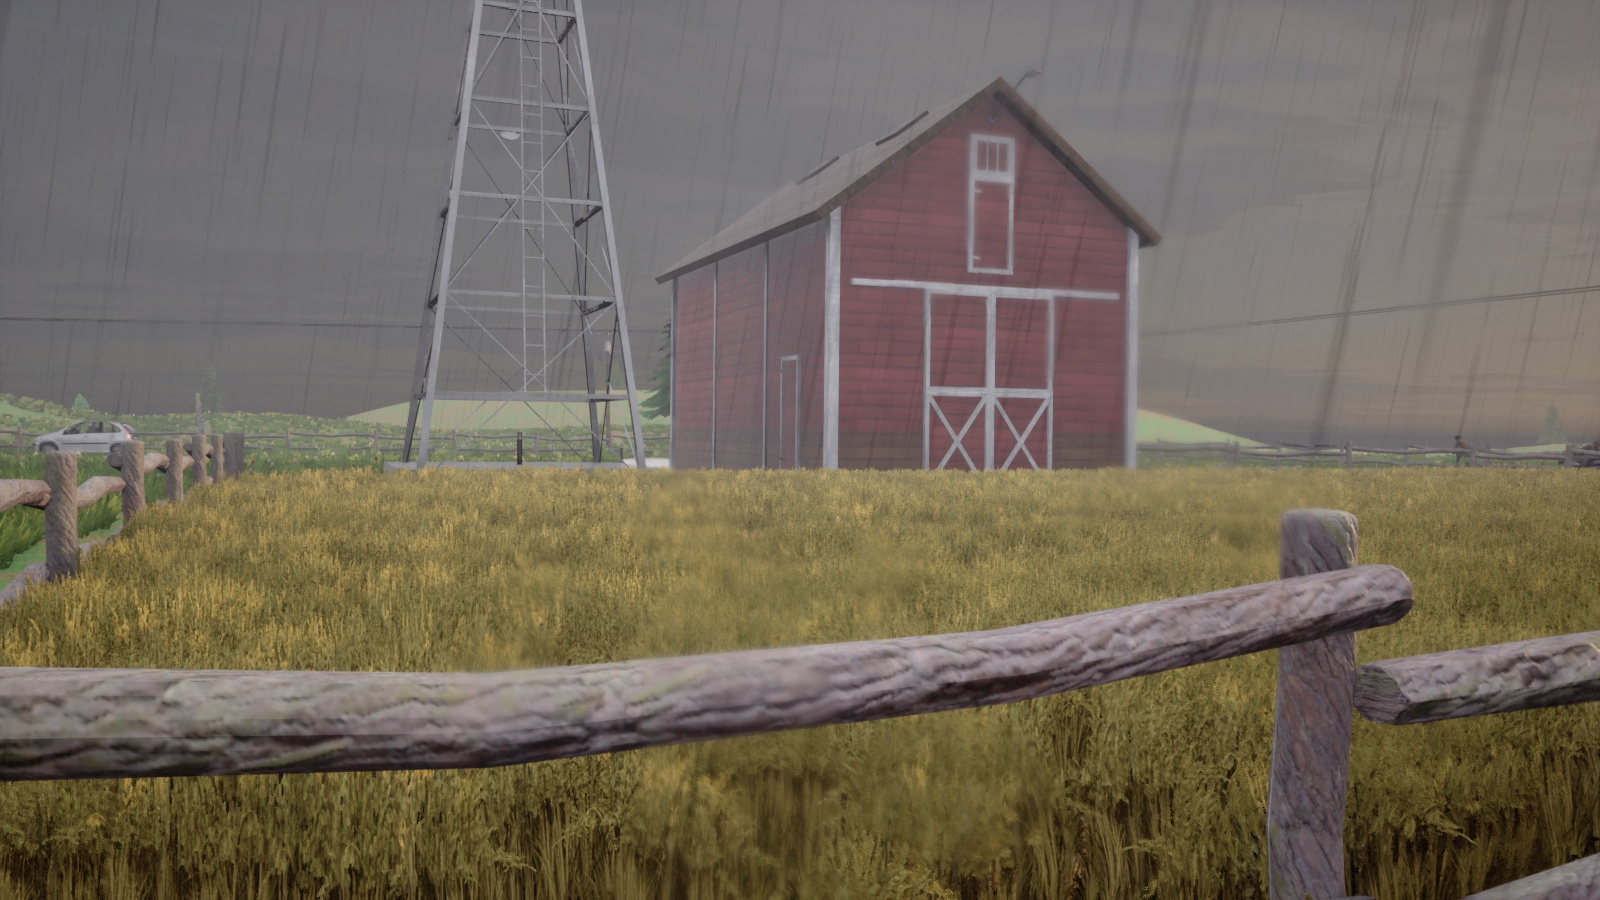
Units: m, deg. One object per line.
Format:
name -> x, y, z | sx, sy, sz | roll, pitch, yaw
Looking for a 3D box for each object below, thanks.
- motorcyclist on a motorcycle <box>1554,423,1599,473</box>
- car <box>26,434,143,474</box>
motorcyclist on a motorcycle -> 25.114, -0.077, 39.630 | 0.866, 1.530, 2.191 | -1, 1, -21
car -> -30.739, 0.147, 54.067 | 3.988, 1.617, 1.851 | -1, 1, -15
